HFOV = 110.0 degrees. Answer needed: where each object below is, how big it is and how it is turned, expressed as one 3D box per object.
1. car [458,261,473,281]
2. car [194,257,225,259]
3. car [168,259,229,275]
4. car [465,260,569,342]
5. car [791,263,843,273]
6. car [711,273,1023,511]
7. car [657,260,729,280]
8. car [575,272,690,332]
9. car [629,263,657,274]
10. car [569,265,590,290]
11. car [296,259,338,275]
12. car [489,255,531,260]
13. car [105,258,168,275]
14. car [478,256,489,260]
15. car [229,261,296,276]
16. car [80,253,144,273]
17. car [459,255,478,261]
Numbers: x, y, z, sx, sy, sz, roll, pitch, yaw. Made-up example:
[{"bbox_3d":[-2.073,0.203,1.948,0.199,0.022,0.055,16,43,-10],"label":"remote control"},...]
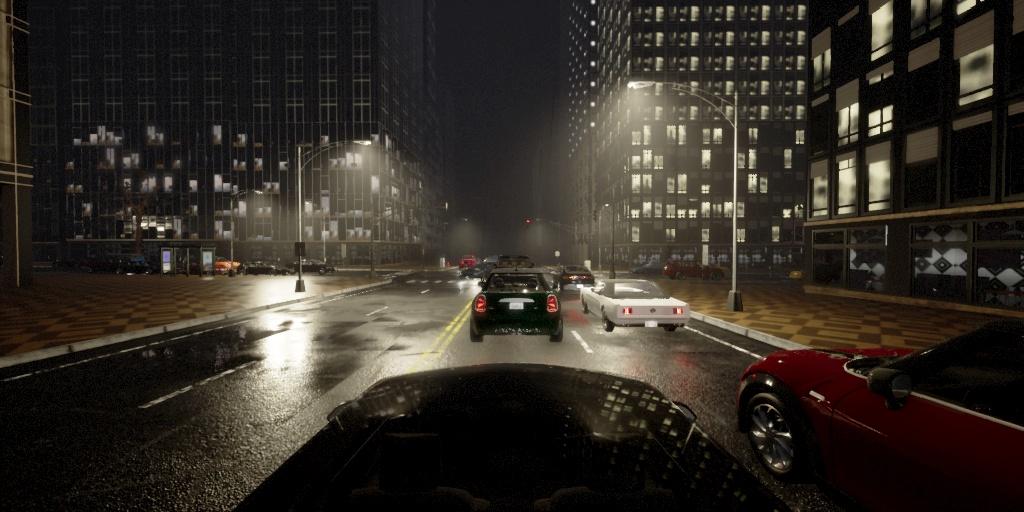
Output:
[{"bbox_3d":[-2.579,1.337,30.537,2.033,1.411,5.357,0,-1,20],"label":"car"},{"bbox_3d":[-29.422,0.855,35.607,4.553,1.767,2.097,1,1,1],"label":"car"},{"bbox_3d":[-28.410,1.138,32.897,4.207,1.307,1.802,0,0,1],"label":"car"},{"bbox_3d":[0.101,1.099,9.888,2.097,1.767,4.553,0,0,0],"label":"car"},{"bbox_3d":[27.647,1.578,32.031,4.829,1.417,1.751,0,0,1],"label":"car"},{"bbox_3d":[3.350,1.102,1.821,2.097,1.767,4.553,0,0,0],"label":"car"},{"bbox_3d":[16.198,1.268,32.230,5.009,1.841,2.192,0,0,1],"label":"car"},{"bbox_3d":[3.352,1.347,10.839,1.895,1.301,4.718,0,0,0],"label":"car"},{"bbox_3d":[15.300,1.399,38.022,5.357,1.411,2.033,0,1,1],"label":"car"},{"bbox_3d":[3.353,1.245,20.097,1.837,1.490,4.892,0,0,0],"label":"car"},{"bbox_3d":[-19.804,1.081,35.411,4.902,1.511,2.128,1,1,1],"label":"car"},{"bbox_3d":[0.103,0.963,19.600,2.150,2.045,5.566,0,0,0],"label":"car"},{"bbox_3d":[-34.091,1.069,33.071,4.313,1.339,1.948,0,0,1],"label":"car"},{"bbox_3d":[-3.336,1.206,52.439,2.128,1.511,4.902,0,0,0],"label":"car"},{"bbox_3d":[-22.726,1.173,32.763,4.313,1.339,1.948,0,0,1],"label":"car"},{"bbox_3d":[-39.417,0.764,35.817,4.553,1.767,2.097,1,1,1],"label":"car"},{"bbox_3d":[-6.590,0.935,53.972,2.150,2.045,5.566,0,0,0],"label":"car"}]
